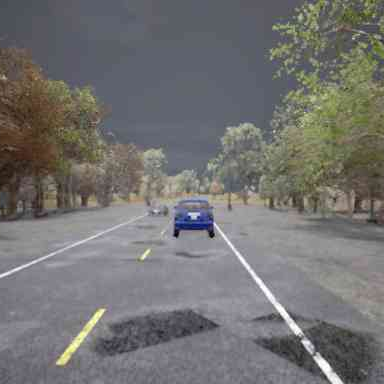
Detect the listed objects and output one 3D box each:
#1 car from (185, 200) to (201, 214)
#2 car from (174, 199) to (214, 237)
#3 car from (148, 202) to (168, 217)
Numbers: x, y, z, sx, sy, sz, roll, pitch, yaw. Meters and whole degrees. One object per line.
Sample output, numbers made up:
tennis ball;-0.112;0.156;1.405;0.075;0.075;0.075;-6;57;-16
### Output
car;0.098;1.868;42.711;1.882;1.535;5.008;0;0;0
car;0.101;1.405;19.616;2.150;2.045;5.566;0;0;0
car;-3.588;1.806;35.851;2.128;1.511;4.902;0;0;0
